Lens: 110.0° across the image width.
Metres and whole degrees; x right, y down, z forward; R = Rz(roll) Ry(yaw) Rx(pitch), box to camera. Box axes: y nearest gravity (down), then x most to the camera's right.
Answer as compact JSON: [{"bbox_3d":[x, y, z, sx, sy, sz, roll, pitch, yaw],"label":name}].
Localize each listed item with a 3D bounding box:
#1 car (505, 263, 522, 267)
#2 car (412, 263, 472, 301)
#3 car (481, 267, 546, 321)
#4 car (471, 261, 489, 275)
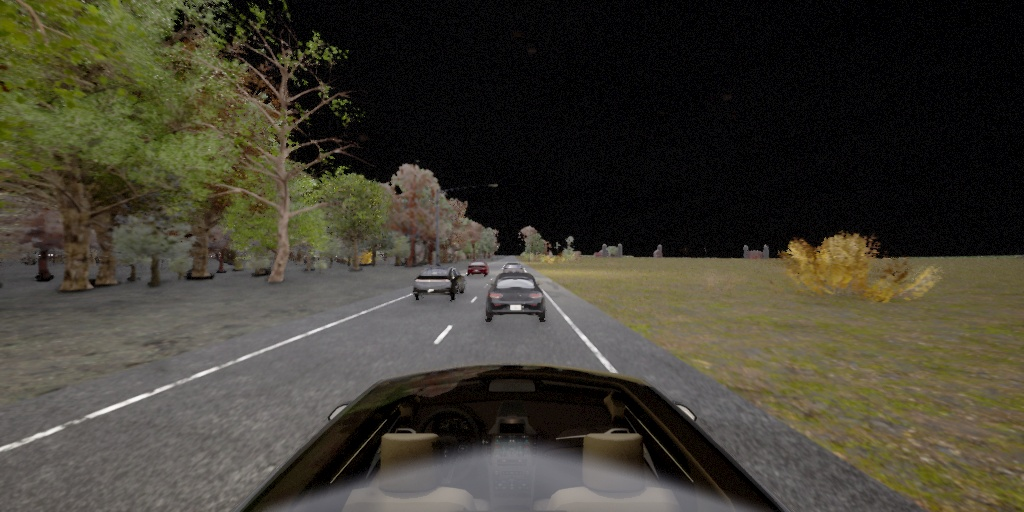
[{"bbox_3d":[0.119,1.307,30.380,2.033,1.411,5.357,0,0,0],"label":"car"},{"bbox_3d":[-3.390,1.246,17.388,2.128,1.511,4.902,0,0,0],"label":"car"},{"bbox_3d":[0.106,1.279,12.345,1.812,1.442,4.674,0,0,0],"label":"car"},{"bbox_3d":[-3.377,1.240,36.443,1.882,1.535,5.008,0,0,0],"label":"car"}]
